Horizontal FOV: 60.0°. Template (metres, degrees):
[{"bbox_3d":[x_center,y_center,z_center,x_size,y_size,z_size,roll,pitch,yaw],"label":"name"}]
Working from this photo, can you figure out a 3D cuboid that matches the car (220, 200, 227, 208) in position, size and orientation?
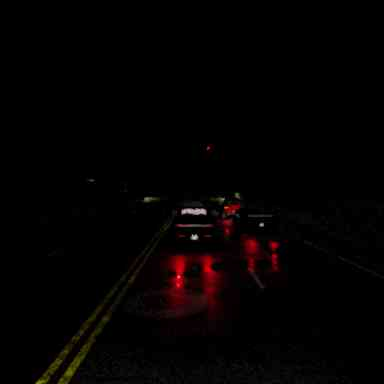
[{"bbox_3d":[3.327,1.324,27.531,1.812,1.442,4.674,0,0,0],"label":"car"}]

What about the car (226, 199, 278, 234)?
[{"bbox_3d":[3.348,1.356,18.339,2.128,1.511,4.902,0,0,0],"label":"car"}]

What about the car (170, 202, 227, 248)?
[{"bbox_3d":[0.096,1.389,14.178,2.128,1.511,4.902,0,0,0],"label":"car"}]
